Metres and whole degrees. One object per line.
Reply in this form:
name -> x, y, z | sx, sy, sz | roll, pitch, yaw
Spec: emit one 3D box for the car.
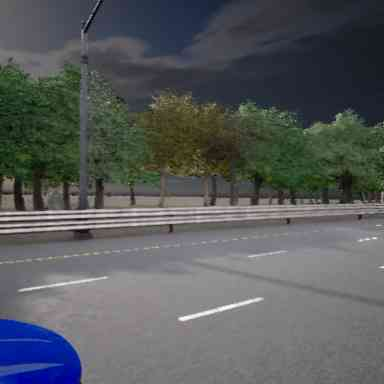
car -> -3.108, 1.457, 1.650 | 5.008, 1.535, 1.882 | 0, 0, -36
